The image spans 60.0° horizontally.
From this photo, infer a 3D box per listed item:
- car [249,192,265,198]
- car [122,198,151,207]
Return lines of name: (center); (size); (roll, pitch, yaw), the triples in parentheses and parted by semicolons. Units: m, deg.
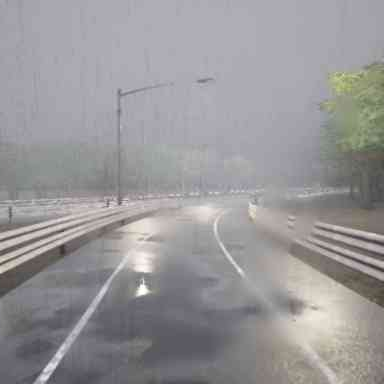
car: (14.923, 0.577, 75.520); (1.895, 1.301, 4.718); (0, 2, 39)
car: (-7.732, 1.507, 47.085); (2.033, 1.411, 5.357); (0, 2, 39)
